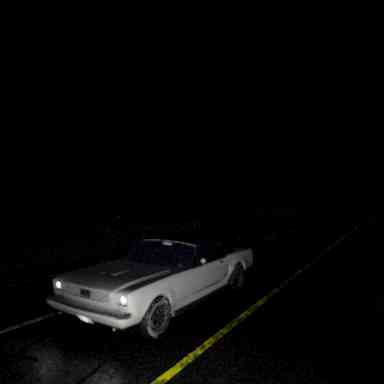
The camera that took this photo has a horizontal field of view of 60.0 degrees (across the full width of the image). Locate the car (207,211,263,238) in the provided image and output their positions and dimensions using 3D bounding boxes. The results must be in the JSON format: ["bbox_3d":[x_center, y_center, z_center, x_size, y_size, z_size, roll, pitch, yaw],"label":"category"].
[{"bbox_3d":[1.917,1.564,15.417,1.947,1.339,4.313,0,0,32],"label":"car"}]

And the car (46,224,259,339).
[{"bbox_3d":[-0.432,1.600,6.869,1.895,1.301,4.718,0,0,32],"label":"car"}]

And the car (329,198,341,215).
[{"bbox_3d":[13.681,1.561,34.127,1.947,1.339,4.313,0,0,32],"label":"car"}]

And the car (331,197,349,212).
[{"bbox_3d":[16.622,1.435,38.804,1.967,1.590,4.097,0,0,32],"label":"car"}]

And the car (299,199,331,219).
[{"bbox_3d":[10.740,1.578,29.449,1.802,1.307,4.206,0,0,32],"label":"car"}]

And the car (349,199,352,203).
[{"bbox_3d":[25.866,1.548,59.726,2.033,1.411,5.357,0,0,-38],"label":"car"}]
